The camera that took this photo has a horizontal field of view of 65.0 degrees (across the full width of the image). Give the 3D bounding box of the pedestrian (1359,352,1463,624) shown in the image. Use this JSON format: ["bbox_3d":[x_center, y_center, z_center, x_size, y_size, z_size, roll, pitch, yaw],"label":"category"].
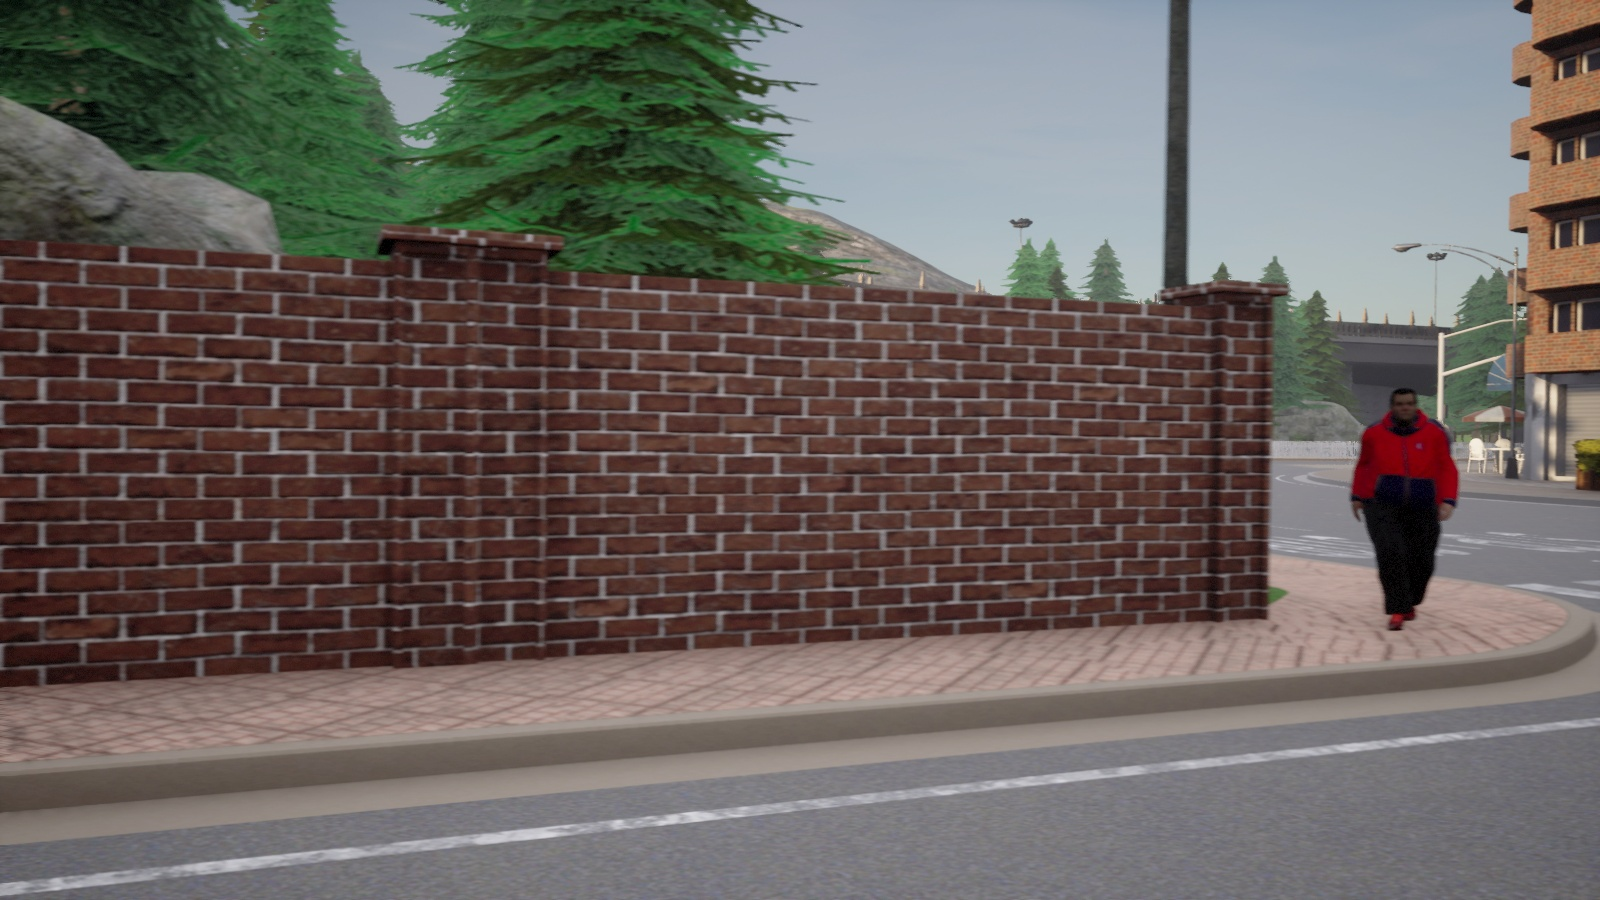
[{"bbox_3d":[4.376,0.251,9.038,0.634,1.844,0.899,0,1,24],"label":"pedestrian"}]
